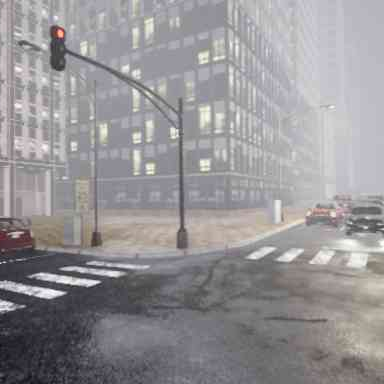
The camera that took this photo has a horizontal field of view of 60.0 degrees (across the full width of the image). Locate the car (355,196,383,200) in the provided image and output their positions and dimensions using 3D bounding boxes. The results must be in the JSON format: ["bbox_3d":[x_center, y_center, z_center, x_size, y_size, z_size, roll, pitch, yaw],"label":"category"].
[{"bbox_3d":[13.864,1.308,25.567,1.837,1.490,4.892,-1,0,30],"label":"car"}]

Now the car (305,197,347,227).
[{"bbox_3d":[8.661,1.343,21.676,1.967,1.590,4.097,0,0,30],"label":"car"}]

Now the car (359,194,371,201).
[{"bbox_3d":[36.408,1.049,70.032,2.008,1.369,4.403,0,0,30],"label":"car"}]

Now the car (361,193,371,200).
[{"bbox_3d":[39.183,1.024,74.867,1.947,1.339,4.313,0,0,30],"label":"car"}]

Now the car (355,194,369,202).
[{"bbox_3d":[30.859,1.130,60.360,2.008,1.369,4.403,0,0,30],"label":"car"}]

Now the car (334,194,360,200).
[{"bbox_3d":[14.210,1.137,31.346,2.192,1.841,5.009,0,0,30],"label":"car"}]

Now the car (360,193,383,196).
[{"bbox_3d":[18.370,1.090,33.419,2.097,1.767,4.553,-1,0,30],"label":"car"}]

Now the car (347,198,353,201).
[{"bbox_3d":[11.436,1.445,26.512,1.802,1.307,4.206,0,0,30],"label":"car"}]

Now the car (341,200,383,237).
[{"bbox_3d":[9.177,1.377,17.400,1.837,1.490,4.892,-1,0,30],"label":"car"}]

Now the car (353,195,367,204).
[{"bbox_3d":[28.084,1.164,55.525,1.887,1.381,4.507,0,0,30],"label":"car"}]

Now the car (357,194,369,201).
[{"bbox_3d":[33.633,1.083,65.196,1.887,1.381,4.507,0,0,30],"label":"car"}]

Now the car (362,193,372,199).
[{"bbox_3d":[41.958,0.963,79.703,1.887,1.381,4.507,0,0,30],"label":"car"}]

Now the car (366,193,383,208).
[{"bbox_3d":[23.208,1.019,41.773,2.097,1.767,4.553,-1,0,30],"label":"car"}]

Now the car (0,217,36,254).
[{"bbox_3d":[-8.391,1.750,13.685,4.097,1.590,1.967,-1,-1,30],"label":"car"}]
